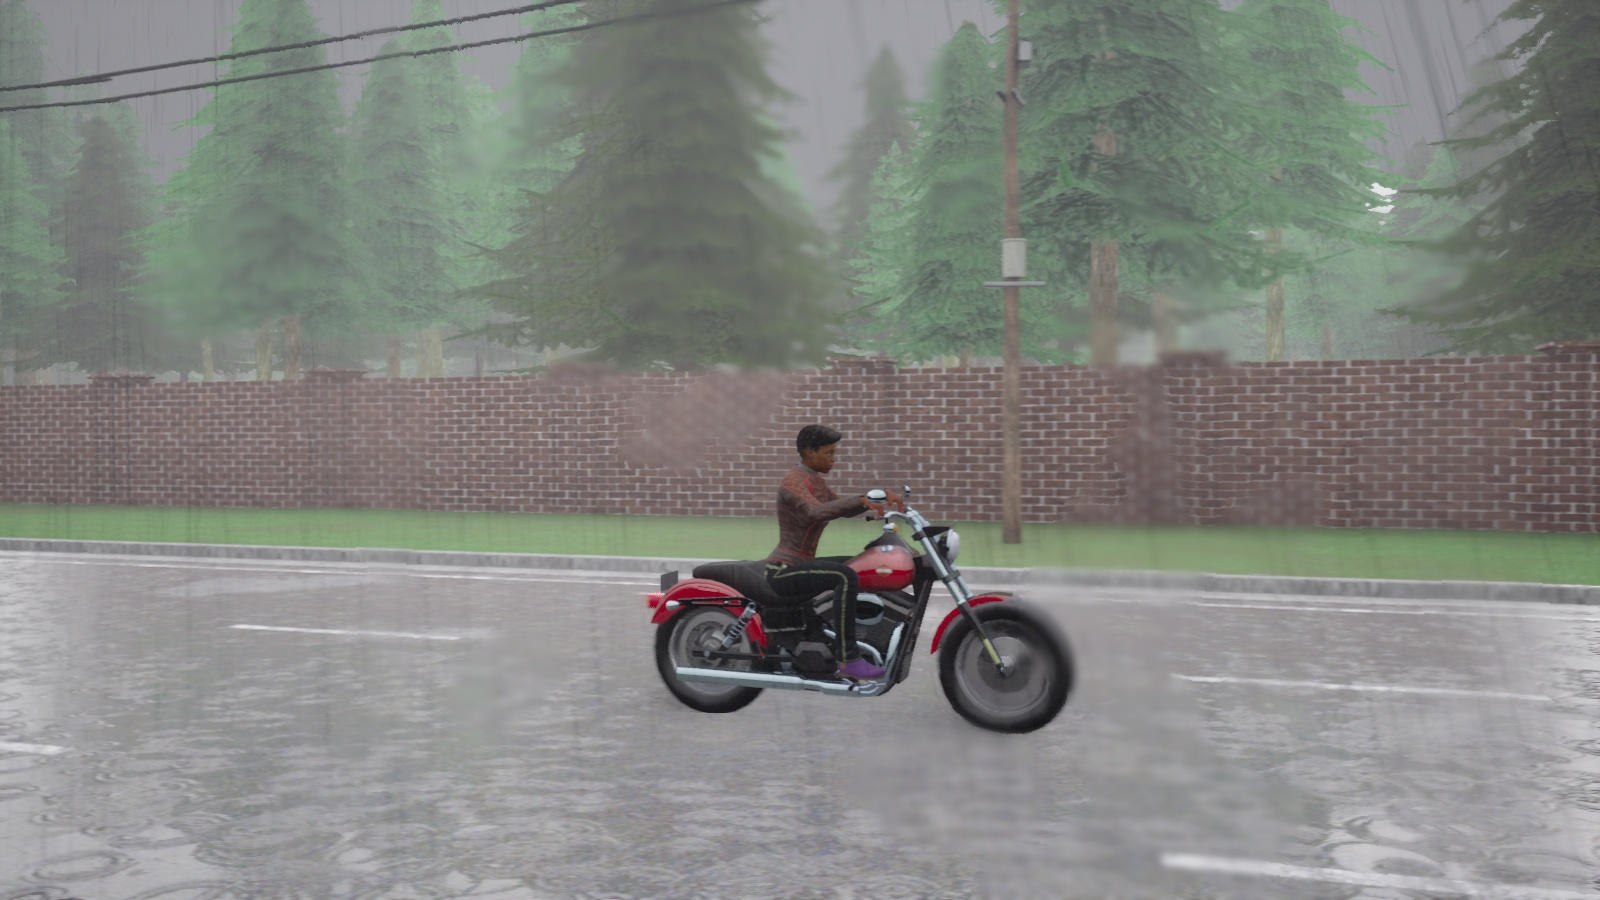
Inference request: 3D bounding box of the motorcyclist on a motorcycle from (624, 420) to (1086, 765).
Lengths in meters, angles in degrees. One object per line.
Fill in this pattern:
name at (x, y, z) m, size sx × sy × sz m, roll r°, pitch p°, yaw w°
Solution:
motorcyclist on a motorcycle at (0.294, 0.671, 6.750) m, size 2.350 × 1.649 × 0.766 m, roll 1°, pitch 1°, yaw 18°
